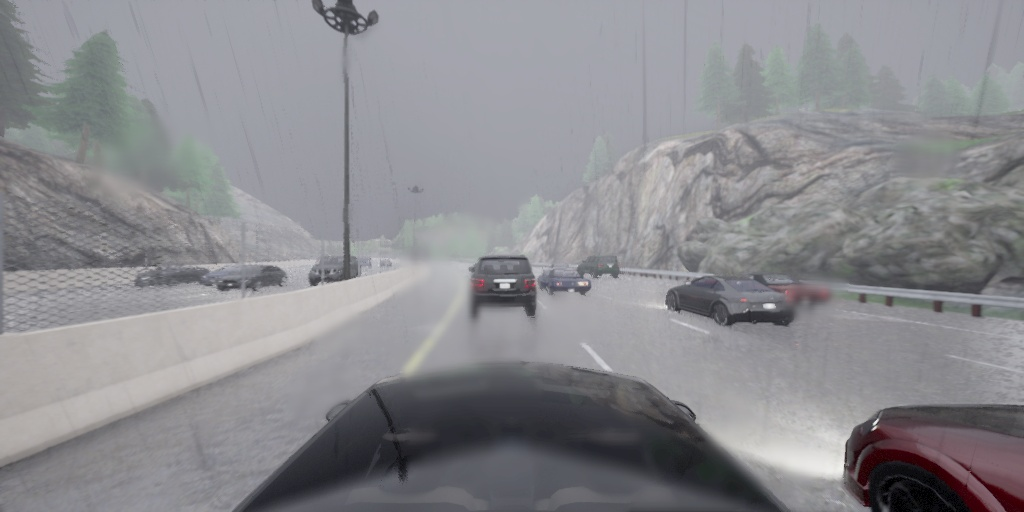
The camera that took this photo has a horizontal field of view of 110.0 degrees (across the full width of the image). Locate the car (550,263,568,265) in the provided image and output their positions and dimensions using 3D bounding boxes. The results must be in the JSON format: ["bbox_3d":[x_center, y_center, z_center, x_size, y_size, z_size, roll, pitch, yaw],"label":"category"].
[{"bbox_3d":[4.251,1.345,33.309,1.895,1.301,4.718,0,0,-10],"label":"car"}]

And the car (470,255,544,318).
[{"bbox_3d":[-0.382,0.974,13.237,2.150,2.045,5.566,0,0,-4],"label":"car"}]

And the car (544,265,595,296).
[{"bbox_3d":[2.642,1.347,19.140,1.895,1.301,4.718,0,0,-5],"label":"car"}]

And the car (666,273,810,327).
[{"bbox_3d":[6.702,1.301,11.504,1.994,1.385,4.181,0,0,-3],"label":"car"}]

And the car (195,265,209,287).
[{"bbox_3d":[-19.466,1.320,25.260,1.812,1.442,4.674,0,0,-9],"label":"car"}]

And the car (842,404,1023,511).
[{"bbox_3d":[3.505,1.306,0.963,1.994,1.385,4.181,0,0,0],"label":"car"}]

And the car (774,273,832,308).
[{"bbox_3d":[10.039,1.331,14.691,1.895,1.301,4.718,0,0,-4],"label":"car"}]

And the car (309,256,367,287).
[{"bbox_3d":[-12.436,1.001,25.667,2.150,2.045,5.566,0,0,-8],"label":"car"}]

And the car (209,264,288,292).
[{"bbox_3d":[-15.450,1.290,21.652,1.837,1.490,4.892,0,0,-7],"label":"car"}]

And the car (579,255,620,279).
[{"bbox_3d":[7.874,0.958,32.875,2.150,2.045,5.566,0,0,-9],"label":"car"}]

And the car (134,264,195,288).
[{"bbox_3d":[-22.879,1.293,24.422,2.128,1.511,4.902,0,0,-9],"label":"car"}]
